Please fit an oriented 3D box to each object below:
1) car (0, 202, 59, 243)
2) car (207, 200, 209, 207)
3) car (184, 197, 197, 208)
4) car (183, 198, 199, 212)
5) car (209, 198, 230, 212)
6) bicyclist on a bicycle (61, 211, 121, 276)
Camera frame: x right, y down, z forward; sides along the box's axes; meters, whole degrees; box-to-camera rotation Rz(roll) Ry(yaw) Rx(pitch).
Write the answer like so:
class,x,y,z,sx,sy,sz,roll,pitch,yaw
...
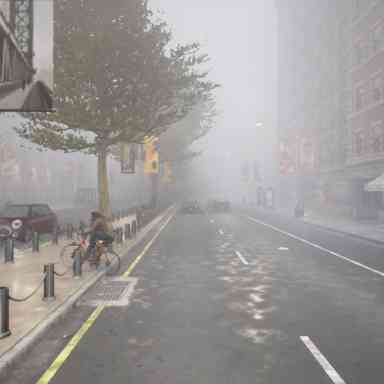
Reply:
class,x,y,z,sx,sy,sz,roll,pitch,yaw
car,-8.187,1.352,15.900,2.097,1.767,4.553,0,0,0
car,3.237,1.564,47.344,1.994,1.385,4.181,0,0,0
car,-0.210,1.526,48.049,1.812,1.442,4.674,0,0,1
car,-0.139,1.601,38.945,1.895,1.301,4.718,0,0,-1
car,3.298,1.478,38.356,1.882,1.535,5.008,0,0,0
bicyclist on a bicycle,-2.620,1.367,8.949,1.656,1.620,0.582,13,-3,1
